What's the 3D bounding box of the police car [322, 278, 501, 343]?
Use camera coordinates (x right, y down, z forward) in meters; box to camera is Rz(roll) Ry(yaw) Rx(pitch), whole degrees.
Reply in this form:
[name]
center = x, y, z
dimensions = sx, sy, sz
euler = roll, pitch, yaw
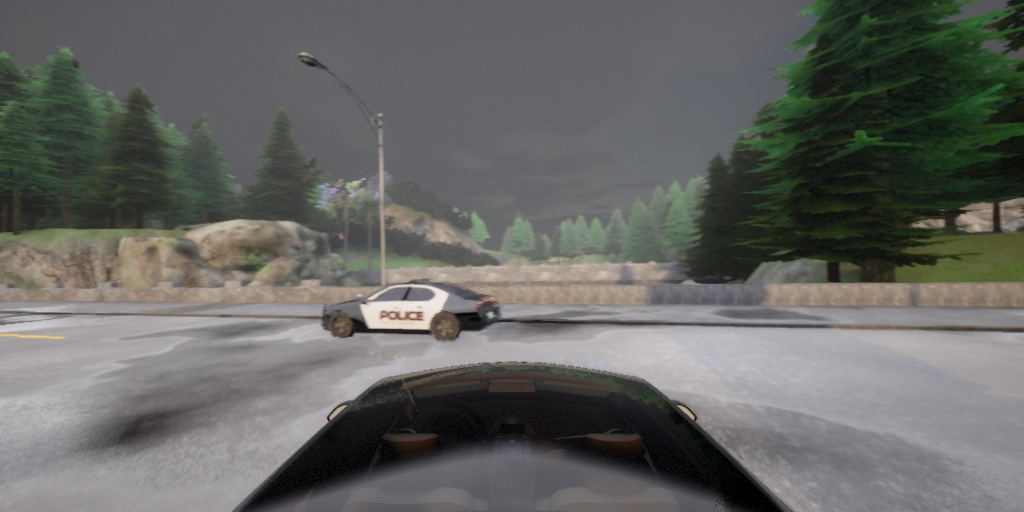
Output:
[police car]
center = -2.887, 1.443, 10.061
dimensions = 4.974, 1.542, 2.038
euler = -2, -1, 14
